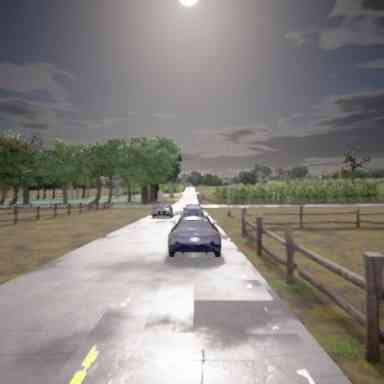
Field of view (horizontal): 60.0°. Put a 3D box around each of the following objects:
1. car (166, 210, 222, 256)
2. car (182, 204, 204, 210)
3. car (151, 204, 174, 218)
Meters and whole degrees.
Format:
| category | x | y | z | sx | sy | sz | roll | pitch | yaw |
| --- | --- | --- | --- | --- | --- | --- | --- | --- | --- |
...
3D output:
| category | x | y | z | sx | sy | sz | roll | pitch | yaw |
| --- | --- | --- | --- | --- | --- | --- | --- | --- | --- |
| car | 0.096 | 1.621 | 13.467 | 1.994 | 1.385 | 4.181 | 0 | 0 | 0 |
| car | 0.104 | 1.760 | 29.406 | 1.812 | 1.442 | 4.674 | 0 | -1 | 0 |
| car | -2.835 | 1.842 | 33.040 | 1.994 | 1.385 | 4.181 | 0 | -1 | 0 |
